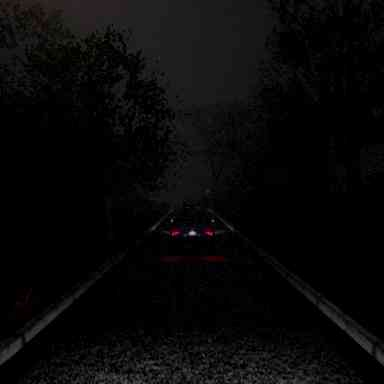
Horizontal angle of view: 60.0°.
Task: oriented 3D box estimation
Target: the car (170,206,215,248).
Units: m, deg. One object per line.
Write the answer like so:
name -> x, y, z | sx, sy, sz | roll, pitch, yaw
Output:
car -> 0.015, 1.563, 14.657 | 2.033, 1.411, 5.357 | 0, 0, 0

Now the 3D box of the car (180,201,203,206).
car -> -0.033, 1.498, 29.658 | 2.128, 1.511, 4.902 | 0, 0, 0
